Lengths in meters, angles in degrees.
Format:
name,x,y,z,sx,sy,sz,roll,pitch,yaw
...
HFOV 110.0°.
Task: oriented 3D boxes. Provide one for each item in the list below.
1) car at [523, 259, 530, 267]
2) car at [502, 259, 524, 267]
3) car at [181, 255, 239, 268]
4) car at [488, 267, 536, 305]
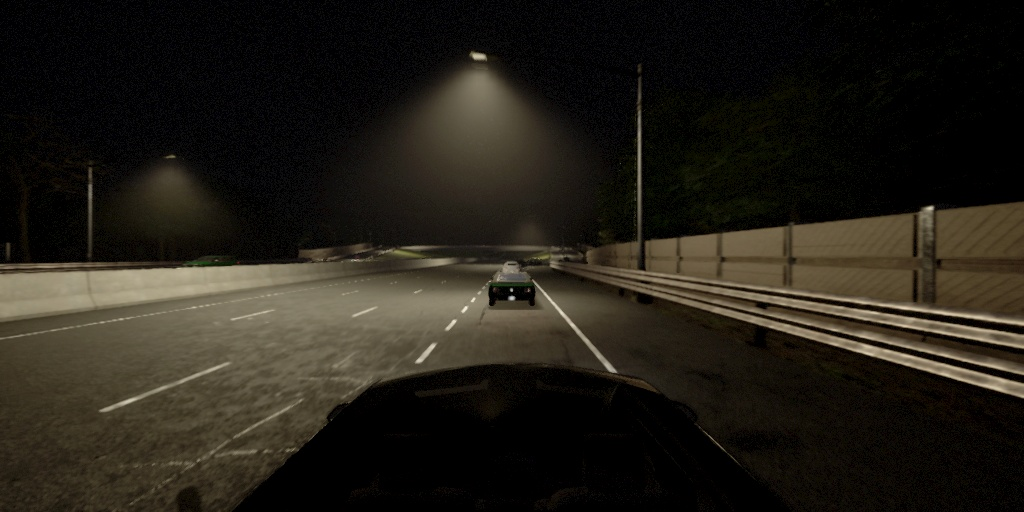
name,x,y,z,sx,sy,sz,roll,pitch,yaw
car,1.406,1.267,59.428,1.837,1.490,4.892,-1,0,9
car,-0.021,1.278,36.259,1.812,1.442,4.674,0,0,0
car,-31.527,0.959,37.721,2.150,2.045,5.566,0,0,0
car,-0.009,1.347,16.022,1.895,1.301,4.718,0,0,0
